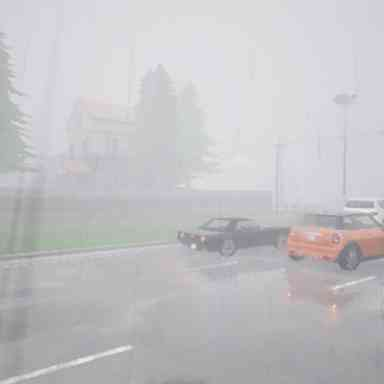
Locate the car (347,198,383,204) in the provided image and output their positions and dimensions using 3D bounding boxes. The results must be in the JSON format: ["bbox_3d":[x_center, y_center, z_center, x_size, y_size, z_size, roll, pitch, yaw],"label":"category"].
[{"bbox_3d":[11.203,1.371,19.888,5.566,2.045,2.150,1,-1,-36],"label":"car"}]

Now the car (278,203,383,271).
[{"bbox_3d":[5.364,1.432,11.404,4.553,1.767,2.097,1,0,-36],"label":"car"}]

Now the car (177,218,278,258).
[{"bbox_3d":[1.858,1.668,13.190,4.718,1.301,1.895,1,0,-36],"label":"car"}]
